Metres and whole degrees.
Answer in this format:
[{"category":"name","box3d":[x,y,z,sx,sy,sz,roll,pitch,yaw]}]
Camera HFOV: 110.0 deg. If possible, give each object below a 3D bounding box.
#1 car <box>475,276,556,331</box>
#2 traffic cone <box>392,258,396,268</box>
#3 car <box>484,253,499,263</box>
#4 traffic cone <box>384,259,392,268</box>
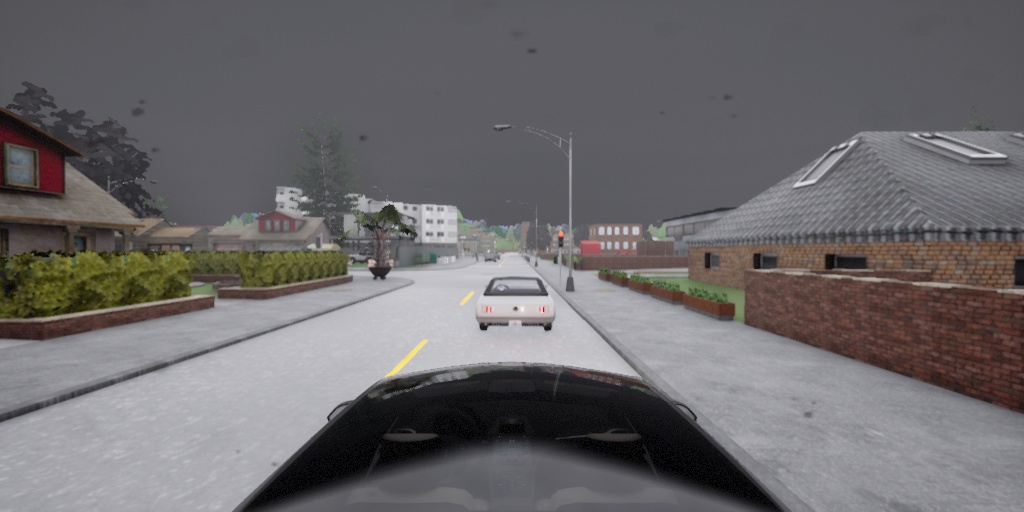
[{"category":"car","box3d":[0.119,1.216,10.395,1.895,1.301,4.718,0,1,1]},{"category":"traffic cone","box3d":[-15.056,0.888,44.953,0.344,0.586,0.344,0,0,0]},{"category":"car","box3d":[-3.598,0.350,60.108,1.837,1.490,4.892,0,1,1]},{"category":"traffic cone","box3d":[-15.421,0.900,44.386,0.344,0.586,0.344,0,0,0]}]
